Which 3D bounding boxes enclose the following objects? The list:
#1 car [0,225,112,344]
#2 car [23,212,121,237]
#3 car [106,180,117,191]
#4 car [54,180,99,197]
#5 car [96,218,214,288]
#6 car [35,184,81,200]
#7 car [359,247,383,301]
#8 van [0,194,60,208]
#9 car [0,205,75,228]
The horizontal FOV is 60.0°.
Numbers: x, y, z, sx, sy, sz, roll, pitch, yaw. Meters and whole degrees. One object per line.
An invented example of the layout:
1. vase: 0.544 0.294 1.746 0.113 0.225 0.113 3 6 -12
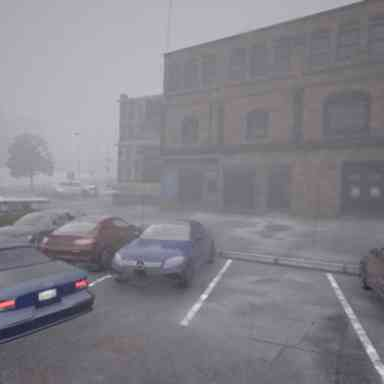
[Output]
1. car: -4.159 1.536 6.249 5.357 1.411 2.033 0 0 35
2. car: -3.037 1.505 11.157 2.002 1.452 4.674 0 -1 14
3. car: -10.274 -1.023 49.304 4.892 1.521 2.231 1 6 8
4. car: -14.475 -0.413 41.304 5.566 2.045 2.435 1 6 8
5. car: -0.542 1.510 9.447 2.002 1.452 4.674 1 -1 14
6. car: -15.905 0.164 38.676 4.674 1.452 2.002 1 6 8
7. car: 4.395 1.520 5.972 2.002 1.452 4.674 0 -1 15
8. van: -8.059 1.229 14.433 1.878 1.987 4.442 1 -1 13
9. car: -5.525 1.462 12.866 2.231 1.521 4.892 1 -1 14
